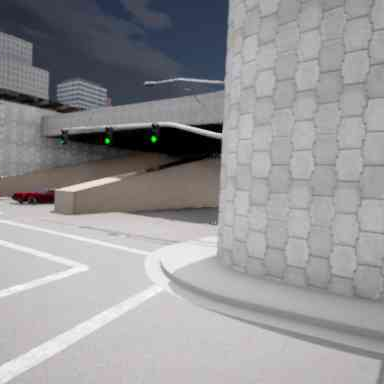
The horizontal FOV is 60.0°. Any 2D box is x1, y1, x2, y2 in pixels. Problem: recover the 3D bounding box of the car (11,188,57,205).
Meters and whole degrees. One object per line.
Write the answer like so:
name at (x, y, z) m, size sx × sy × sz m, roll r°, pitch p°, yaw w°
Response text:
car at (-12.506, 0.339, 28.085) m, size 1.895 × 1.301 × 4.718 m, roll 4°, pitch 2°, yaw 34°
